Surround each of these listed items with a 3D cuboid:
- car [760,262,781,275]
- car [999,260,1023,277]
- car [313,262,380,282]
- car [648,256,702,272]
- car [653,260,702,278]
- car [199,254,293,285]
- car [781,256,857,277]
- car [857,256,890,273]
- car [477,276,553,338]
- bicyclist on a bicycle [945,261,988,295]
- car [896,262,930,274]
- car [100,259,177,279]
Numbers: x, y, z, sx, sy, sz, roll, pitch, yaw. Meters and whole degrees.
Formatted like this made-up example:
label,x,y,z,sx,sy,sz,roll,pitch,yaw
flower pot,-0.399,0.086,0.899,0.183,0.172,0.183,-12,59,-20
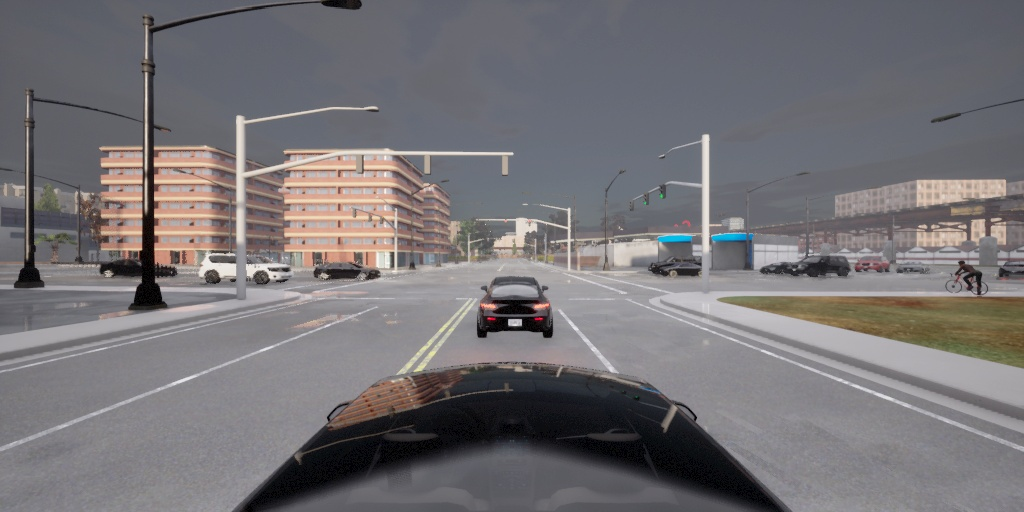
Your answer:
label,x,y,z,sx,sy,sz,roll,pitch,yaw
car,28.624,1.313,38.005,4.181,1.385,1.994,0,0,-10
car,47.797,1.241,33.834,4.902,1.511,2.128,0,0,-30
car,-12.871,1.199,28.046,4.892,1.490,1.837,0,0,-1
car,17.194,0.971,37.399,5.566,2.045,2.150,0,0,1
car,16.105,1.314,33.965,4.181,1.385,1.994,0,0,0
car,-18.093,0.873,24.501,5.566,2.045,2.150,1,0,1
car,29.512,0.972,34.506,5.566,2.045,2.150,0,0,-10
car,43.912,0.974,43.654,5.566,2.045,2.150,0,0,-33
car,0.075,1.276,10.079,1.812,1.442,4.674,0,0,0
bicyclist on a bicycle,21.913,1.050,17.313,0.582,1.620,1.656,0,0,0
car,45.203,1.314,40.387,4.181,1.385,1.994,0,0,-31
car,-29.288,0.977,28.214,5.008,1.535,1.882,1,0,1
